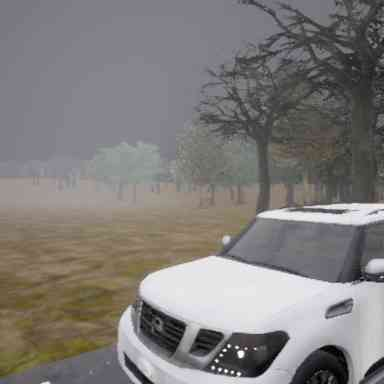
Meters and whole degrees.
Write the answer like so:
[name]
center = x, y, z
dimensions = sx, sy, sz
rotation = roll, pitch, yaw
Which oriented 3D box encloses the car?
[car]
center = 1.842, 1.215, 4.589
dimensions = 5.566, 2.045, 2.150
rotation = 0, 0, -36
